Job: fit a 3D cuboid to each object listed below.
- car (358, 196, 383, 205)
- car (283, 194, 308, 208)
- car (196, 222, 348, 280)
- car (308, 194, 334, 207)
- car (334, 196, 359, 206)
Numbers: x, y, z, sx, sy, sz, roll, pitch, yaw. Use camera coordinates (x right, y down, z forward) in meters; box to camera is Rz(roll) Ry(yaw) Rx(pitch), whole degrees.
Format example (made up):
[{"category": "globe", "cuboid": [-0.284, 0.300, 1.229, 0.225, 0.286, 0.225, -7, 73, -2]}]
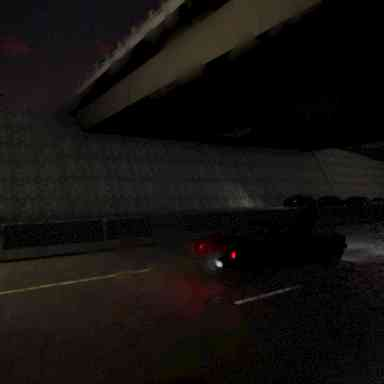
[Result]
[{"category": "car", "cuboid": [19.855, 1.266, 34.962, 4.674, 1.442, 1.812, 0, 0, -35]}, {"category": "car", "cuboid": [14.102, 1.073, 43.744, 4.553, 1.767, 2.097, -1, 0, -35]}, {"category": "car", "cuboid": [2.525, 1.542, 9.820, 4.718, 1.301, 1.895, 0, 0, -35]}, {"category": "car", "cuboid": [17.057, 1.225, 41.539, 4.892, 1.490, 1.837, 0, 0, -35]}, {"category": "car", "cuboid": [19.098, 1.230, 38.697, 4.892, 1.490, 1.837, 0, 0, -35]}]
